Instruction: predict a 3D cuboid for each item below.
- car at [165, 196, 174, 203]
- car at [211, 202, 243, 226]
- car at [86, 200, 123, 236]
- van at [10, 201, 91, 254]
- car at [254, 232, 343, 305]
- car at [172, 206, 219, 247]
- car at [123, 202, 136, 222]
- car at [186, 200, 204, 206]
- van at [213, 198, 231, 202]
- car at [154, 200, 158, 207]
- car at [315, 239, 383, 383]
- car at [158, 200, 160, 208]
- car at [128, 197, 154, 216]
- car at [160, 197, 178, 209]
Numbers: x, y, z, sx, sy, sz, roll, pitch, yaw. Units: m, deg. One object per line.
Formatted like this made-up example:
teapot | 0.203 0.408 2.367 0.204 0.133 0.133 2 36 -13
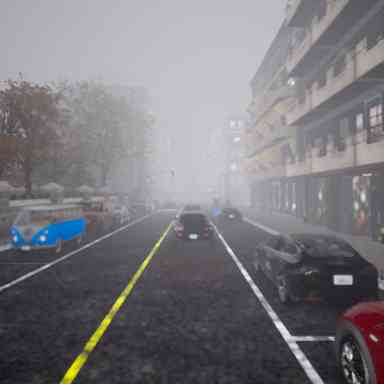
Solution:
car | -5.728 1.884 84.675 1.967 1.590 4.097 0 0 0
car | 2.678 1.691 24.592 1.947 1.339 4.313 0 0 0
car | -5.702 1.411 19.054 2.192 1.841 5.009 0 0 0
van | -5.700 1.410 13.518 1.690 1.788 3.998 0 0 0
car | 2.684 1.607 7.987 1.947 1.339 4.313 0 0 0
car | 0.070 1.604 15.417 1.812 1.442 4.674 0 0 0
car | -5.703 1.675 24.588 2.008 1.369 4.403 0 0 0
car | 0.062 1.718 30.245 1.994 1.385 4.181 0 0 0
van | 2.674 1.495 30.129 1.690 1.788 3.998 0 0 0
car | -5.709 1.777 41.194 1.947 1.339 4.313 0 0 0
car | 2.685 1.453 2.452 1.967 1.590 4.097 0 0 0
car | -5.714 1.852 52.264 1.802 1.307 4.206 0 0 0
car | -5.709 1.497 35.660 2.192 1.841 5.009 0 0 0
car | -3.093 1.816 48.846 1.994 1.385 4.181 0 0 0
